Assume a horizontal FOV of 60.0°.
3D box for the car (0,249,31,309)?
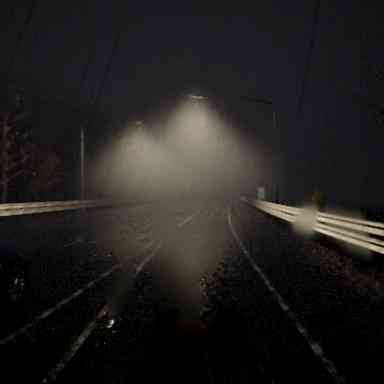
[{"bbox_3d":[-4.576,1.358,5.187,2.097,1.767,4.553,0,0,6],"label":"car"}]
